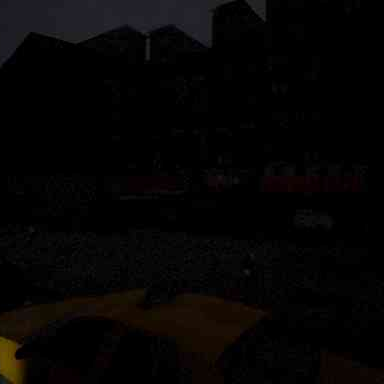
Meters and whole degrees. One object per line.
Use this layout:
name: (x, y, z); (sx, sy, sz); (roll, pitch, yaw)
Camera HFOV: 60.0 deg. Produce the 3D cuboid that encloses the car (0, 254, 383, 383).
car: (-0.471, 1.523, 3.126); (4.829, 1.417, 1.752); (0, 1, 36)
